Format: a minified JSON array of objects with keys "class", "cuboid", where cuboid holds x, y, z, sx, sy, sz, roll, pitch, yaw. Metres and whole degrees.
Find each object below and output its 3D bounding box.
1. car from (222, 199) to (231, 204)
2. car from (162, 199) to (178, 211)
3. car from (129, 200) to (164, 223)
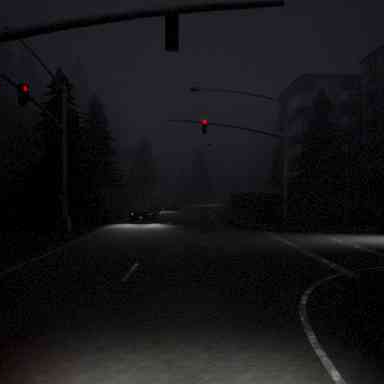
[{"class":"car","cuboid":[7.653,1.600,60.880,4.718,1.301,1.895,0,0,-42]},{"class":"car","cuboid":[-3.006,1.546,40.806,2.033,1.411,5.357,0,0,8]},{"class":"car","cuboid":[-3.513,1.525,25.407,1.812,1.442,4.674,0,0,1]}]
